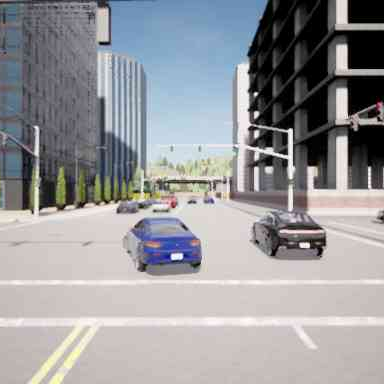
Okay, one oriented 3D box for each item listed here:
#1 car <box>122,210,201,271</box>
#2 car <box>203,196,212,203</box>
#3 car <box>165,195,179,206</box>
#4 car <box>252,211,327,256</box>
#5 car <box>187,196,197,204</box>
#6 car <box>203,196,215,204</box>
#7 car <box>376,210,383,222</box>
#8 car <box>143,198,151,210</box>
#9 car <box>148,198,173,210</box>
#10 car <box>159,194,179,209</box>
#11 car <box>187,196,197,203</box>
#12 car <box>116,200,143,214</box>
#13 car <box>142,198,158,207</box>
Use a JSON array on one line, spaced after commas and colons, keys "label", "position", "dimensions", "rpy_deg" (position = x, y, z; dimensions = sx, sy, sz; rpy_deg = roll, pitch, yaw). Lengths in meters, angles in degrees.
[{"label": "car", "position": [-1.082, 1.527, 10.938], "dimensions": [1.812, 1.442, 4.674], "rpy_deg": [1, 0, -17]}, {"label": "car", "position": [3.518, 1.684, 75.729], "dimensions": [1.837, 1.490, 4.892], "rpy_deg": [0, 0, 0]}, {"label": "car", "position": [-3.486, 1.508, 58.870], "dimensions": [2.097, 1.767, 4.553], "rpy_deg": [0, 0, 0]}, {"label": "car", "position": [3.600, 1.495, 13.027], "dimensions": [2.128, 1.511, 4.902], "rpy_deg": [0, 0, 0]}, {"label": "car", "position": [0.037, 1.777, 66.408], "dimensions": [1.895, 1.301, 4.718], "rpy_deg": [0, 0, 0]}, {"label": "car", "position": [3.516, 1.702, 66.654], "dimensions": [1.812, 1.442, 4.674], "rpy_deg": [0, 0, 0]}, {"label": "car", "position": [15.589, 1.498, 23.343], "dimensions": [4.902, 1.511, 2.128], "rpy_deg": [0, 0, 0]}, {"label": "car", "position": [-7.075, 1.722, 45.746], "dimensions": [1.895, 1.301, 4.718], "rpy_deg": [0, 0, 0]}, {"label": "car", "position": [-3.586, 1.705, 39.105], "dimensions": [1.895, 1.301, 4.718], "rpy_deg": [0, 0, 0]}, {"label": "car", "position": [-3.563, 1.351, 48.881], "dimensions": [2.150, 2.045, 5.566], "rpy_deg": [0, 0, 0]}, {"label": "car", "position": [0.019, 1.727, 76.081], "dimensions": [2.128, 1.511, 4.902], "rpy_deg": [0, 0, 0]}, {"label": "car", "position": [-7.087, 1.662, 36.985], "dimensions": [1.994, 1.385, 4.181], "rpy_deg": [0, 0, 0]}, {"label": "car", "position": [-7.004, 1.697, 56.375], "dimensions": [2.033, 1.411, 5.357], "rpy_deg": [0, 0, 0]}]
